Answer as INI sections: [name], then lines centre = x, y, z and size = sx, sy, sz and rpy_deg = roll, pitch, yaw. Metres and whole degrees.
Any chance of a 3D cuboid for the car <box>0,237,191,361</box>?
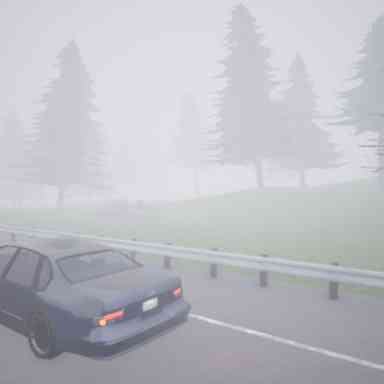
[car]
centre = -2.569, 1.541, 5.943
size = 5.357, 1.411, 2.033
rpy_deg = 0, 0, 37
